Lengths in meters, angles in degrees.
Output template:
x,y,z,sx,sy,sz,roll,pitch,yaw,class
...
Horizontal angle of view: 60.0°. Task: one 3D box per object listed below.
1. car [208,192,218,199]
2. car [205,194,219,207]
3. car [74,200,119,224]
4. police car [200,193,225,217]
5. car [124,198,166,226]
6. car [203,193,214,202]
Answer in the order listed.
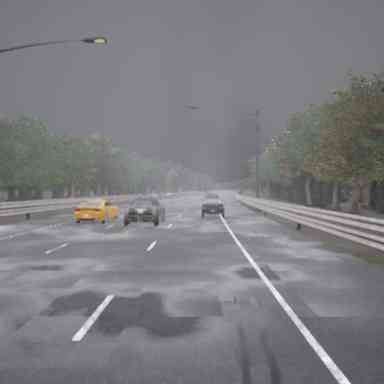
x,y,z,sx,sy,sz,roll,pitch,yaw,class
4.950,0.782,77.995,1.812,1.442,4.674,0,0,8,car
2.694,1.107,44.026,1.801,1.575,5.366,0,0,4,car
-6.414,1.278,22.931,1.882,1.535,5.008,0,0,2,car
1.745,1.194,28.220,1.930,1.638,5.238,0,0,3,police car
-2.955,1.165,21.669,2.097,1.767,4.553,0,0,2,car
3.164,1.023,62.272,1.837,1.490,4.892,0,0,6,car
